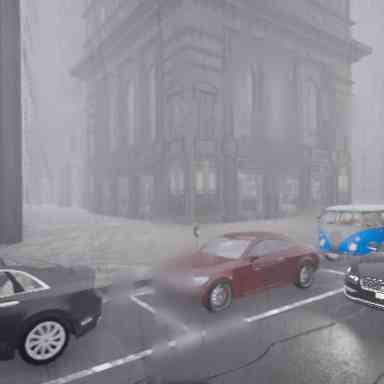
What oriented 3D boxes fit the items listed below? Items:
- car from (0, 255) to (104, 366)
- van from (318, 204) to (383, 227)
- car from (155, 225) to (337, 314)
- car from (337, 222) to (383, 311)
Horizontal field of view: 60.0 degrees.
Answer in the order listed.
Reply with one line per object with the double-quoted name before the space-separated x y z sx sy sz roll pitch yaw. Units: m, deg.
"car" -3.382 1.580 4.242 4.403 1.369 2.008 0 0 -36
"van" 5.769 1.299 10.824 3.998 1.788 1.690 0 0 -36
"car" 1.196 1.575 7.532 4.206 1.307 1.802 0 0 -36
"car" 5.124 1.467 6.952 4.892 1.490 1.837 -1 0 -36
